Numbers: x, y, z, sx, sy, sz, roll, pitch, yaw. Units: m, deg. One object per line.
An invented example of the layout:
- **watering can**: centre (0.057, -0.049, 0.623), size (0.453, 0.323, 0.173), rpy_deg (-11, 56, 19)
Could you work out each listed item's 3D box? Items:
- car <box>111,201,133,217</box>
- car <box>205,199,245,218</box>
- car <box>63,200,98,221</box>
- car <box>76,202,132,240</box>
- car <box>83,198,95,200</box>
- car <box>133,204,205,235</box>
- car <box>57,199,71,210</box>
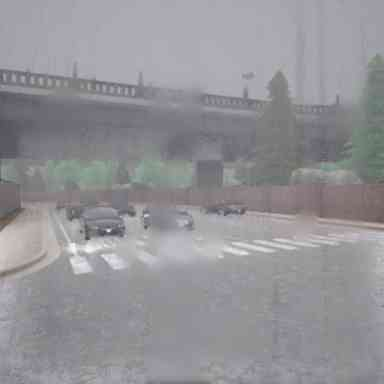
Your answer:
- **car**: centre (-6.455, 1.478, 29.695), size (2.033, 1.411, 5.357), rpy_deg (-1, 0, -24)
- **car**: centre (2.530, 1.311, 28.354), size (2.128, 1.511, 4.902), rpy_deg (0, 0, -29)
- **car**: centre (-9.013, 1.587, 26.844), size (1.895, 1.301, 4.718), rpy_deg (-1, 0, -24)
- **car**: centre (-4.688, 1.483, 17.109), size (1.837, 1.490, 4.892), rpy_deg (-1, 0, -23)
- **car**: centre (-14.591, 1.550, 47.321), size (1.895, 1.301, 4.718), rpy_deg (-1, 0, -28)
- **car**: centre (-1.462, 1.412, 18.527), size (2.128, 1.511, 4.902), rpy_deg (-1, 0, -24)
- **car**: centre (-16.443, 1.603, 43.209), size (1.895, 1.301, 4.718), rpy_deg (-1, 0, -26)
